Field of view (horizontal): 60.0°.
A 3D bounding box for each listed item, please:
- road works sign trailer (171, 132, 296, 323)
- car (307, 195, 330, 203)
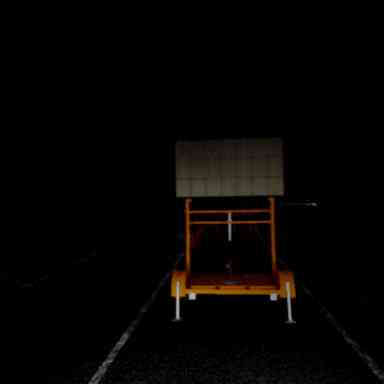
[{"bbox_3d":[0.826,0.534,7.345,2.380,3.560,2.880,-1,-1,5],"label":"road works sign trailer"},{"bbox_3d":[24.055,1.357,63.097,4.892,1.490,1.837,-2,-1,-27],"label":"car"}]
